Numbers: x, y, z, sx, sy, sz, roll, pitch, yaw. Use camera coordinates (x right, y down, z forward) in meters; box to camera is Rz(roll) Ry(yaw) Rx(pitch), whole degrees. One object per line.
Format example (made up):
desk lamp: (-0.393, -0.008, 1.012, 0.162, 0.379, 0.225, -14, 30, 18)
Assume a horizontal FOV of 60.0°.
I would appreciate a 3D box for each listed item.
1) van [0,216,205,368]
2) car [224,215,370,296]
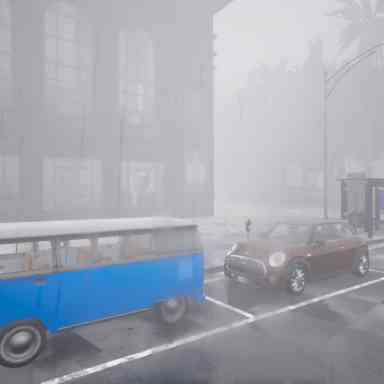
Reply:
van: (-1.670, 1.341, 5.459, 3.998, 1.788, 1.690, 0, 0, -35)
car: (2.751, 1.439, 8.605, 4.097, 1.590, 1.967, 0, 0, -35)
